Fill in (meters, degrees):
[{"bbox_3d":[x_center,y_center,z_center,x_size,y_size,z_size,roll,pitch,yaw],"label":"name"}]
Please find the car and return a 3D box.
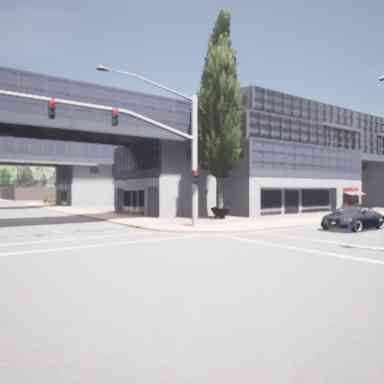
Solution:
[{"bbox_3d":[9.325,1.490,19.243,4.181,1.385,1.994,0,0,-35],"label":"car"}]
